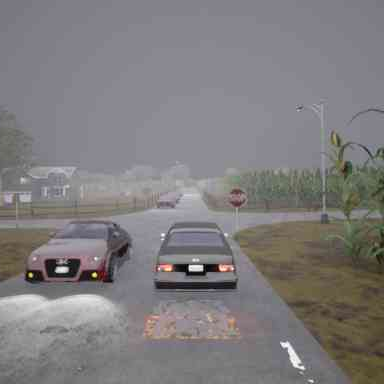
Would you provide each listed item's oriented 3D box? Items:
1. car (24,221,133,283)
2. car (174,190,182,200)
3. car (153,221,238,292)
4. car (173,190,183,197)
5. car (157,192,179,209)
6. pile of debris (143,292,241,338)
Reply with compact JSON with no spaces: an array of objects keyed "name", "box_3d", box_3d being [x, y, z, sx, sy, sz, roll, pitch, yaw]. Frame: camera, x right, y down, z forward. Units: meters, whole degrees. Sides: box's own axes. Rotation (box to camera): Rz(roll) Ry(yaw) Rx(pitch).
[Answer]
[{"name":"car","box_3d":[-2.905,1.524,9.387,1.994,1.385,4.181,0,0,-1]},{"name":"car","box_3d":[-2.849,0.840,48.698,1.882,1.535,5.008,0,2,0]},{"name":"car","box_3d":[0.076,1.510,8.985,2.033,1.411,5.357,0,0,0]},{"name":"car","box_3d":[-2.791,0.309,68.354,1.994,1.385,4.181,0,2,0]},{"name":"car","box_3d":[-2.918,1.061,38.681,1.882,1.535,5.008,0,1,2]},{"name":"pile of debris","box_3d":[-0.004,2.158,5.998,1.500,0.140,1.860,0,0,0]}]
